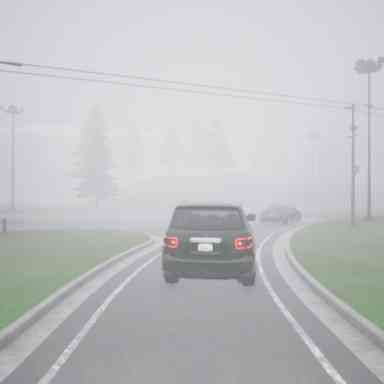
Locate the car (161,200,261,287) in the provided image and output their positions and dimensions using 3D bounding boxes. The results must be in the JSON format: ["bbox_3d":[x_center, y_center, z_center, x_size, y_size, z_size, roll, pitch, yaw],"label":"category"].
[{"bbox_3d":[0.634,1.233,9.561,2.150,2.045,5.566,0,0,8],"label":"car"}]

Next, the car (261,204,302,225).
[{"bbox_3d":[6.696,1.588,24.708,1.994,1.385,4.181,0,0,35],"label":"car"}]
